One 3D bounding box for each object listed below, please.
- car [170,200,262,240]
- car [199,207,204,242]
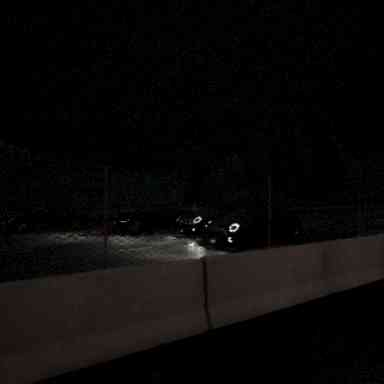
[{"bbox_3d":[1.345,1.362,17.711,4.553,1.767,2.097,0,0,-35],"label":"car"},{"bbox_3d":[2.677,1.366,14.374,4.553,1.767,2.097,0,0,-35],"label":"car"}]
